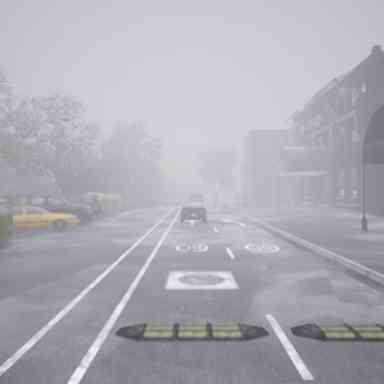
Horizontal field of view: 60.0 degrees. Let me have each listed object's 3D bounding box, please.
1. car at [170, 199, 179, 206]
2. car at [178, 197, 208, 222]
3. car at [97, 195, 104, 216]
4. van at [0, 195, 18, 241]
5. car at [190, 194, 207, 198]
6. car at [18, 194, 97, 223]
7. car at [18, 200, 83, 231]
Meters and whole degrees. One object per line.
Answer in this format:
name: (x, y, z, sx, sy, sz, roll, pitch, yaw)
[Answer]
car: (-3.067, 2.067, 64.132, 1.994, 1.385, 4.181, 0, -1, 2)
car: (0.109, 1.444, 25.850, 1.882, 1.535, 5.008, 0, 0, 0)
car: (-9.461, 1.203, 24.903, 5.566, 2.045, 2.435, -1, 0, -20)
van: (-9.551, 1.256, 13.034, 4.442, 1.987, 1.878, -1, 0, -20)
car: (0.659, 1.270, 44.858, 2.150, 2.045, 5.566, 0, -1, 2)
car: (-9.416, 1.210, 21.975, 5.566, 2.045, 2.435, -1, 0, -20)
car: (-9.275, 1.463, 19.078, 5.366, 1.575, 1.946, -1, 0, -20)
